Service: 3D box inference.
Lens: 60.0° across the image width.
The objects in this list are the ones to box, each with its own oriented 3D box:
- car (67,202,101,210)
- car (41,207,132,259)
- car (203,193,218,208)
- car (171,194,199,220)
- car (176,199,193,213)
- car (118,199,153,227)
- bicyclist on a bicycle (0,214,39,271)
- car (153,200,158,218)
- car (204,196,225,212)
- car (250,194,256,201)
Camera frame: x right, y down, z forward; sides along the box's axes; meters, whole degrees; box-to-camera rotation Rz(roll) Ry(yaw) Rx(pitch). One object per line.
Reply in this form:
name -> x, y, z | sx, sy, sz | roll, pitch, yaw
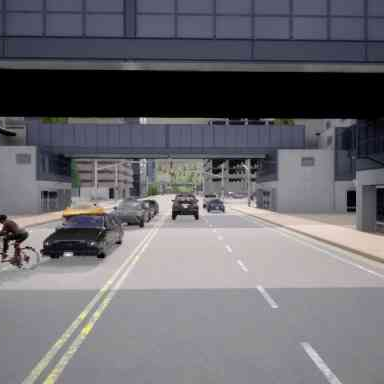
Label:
car -> -7.640, 1.478, 23.639 | 1.882, 1.535, 5.008 | 0, 0, -1
car -> -3.886, 1.547, 12.925 | 2.033, 1.411, 5.357 | 0, 0, -2
car -> 2.821, 1.221, 47.498 | 2.150, 2.045, 5.566 | 0, 0, 8
car -> -0.564, 1.221, 28.211 | 2.150, 2.045, 5.566 | 0, 0, -1
car -> -0.828, 1.526, 37.908 | 1.812, 1.442, 4.674 | 0, 0, -1
car -> -4.111, 1.352, 22.416 | 2.097, 1.767, 4.553 | 0, 0, -1
bicyclist on a bicycle -> -5.177, 1.455, 9.424 | 1.656, 1.620, 0.582 | -2, 0, -1
car -> -4.145, 1.526, 27.455 | 1.812, 1.442, 4.674 | 0, 0, -1
car -> 2.668, 1.526, 37.992 | 1.812, 1.442, 4.674 | 0, 0, -1
car -> 14.742, 1.153, 77.916 | 1.932, 1.855, 4.605 | 0, 0, -2
